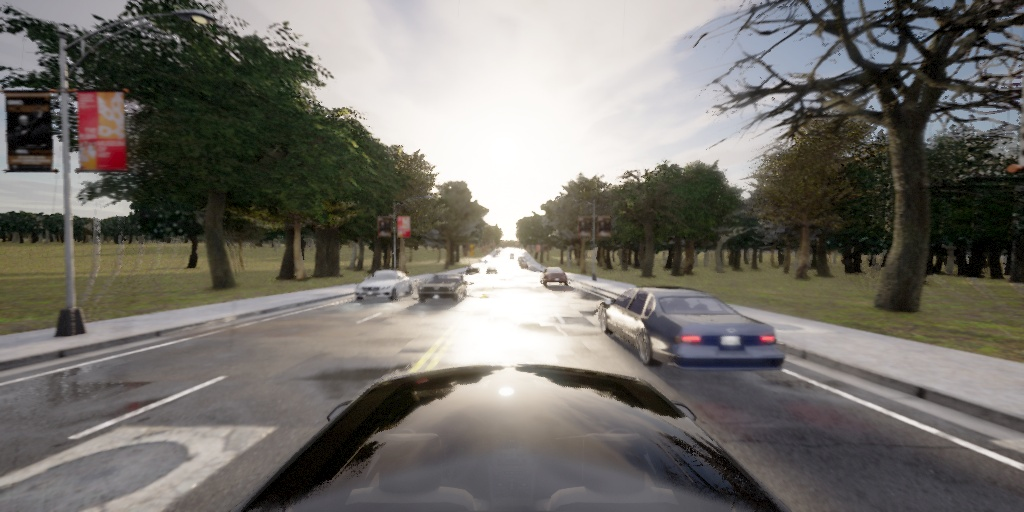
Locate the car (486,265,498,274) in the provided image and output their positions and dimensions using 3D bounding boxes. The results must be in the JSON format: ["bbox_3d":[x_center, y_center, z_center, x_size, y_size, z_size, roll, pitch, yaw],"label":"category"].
[{"bbox_3d":[-3.271,2.238,59.454,2.033,1.411,5.357,0,-1,1],"label":"car"}]

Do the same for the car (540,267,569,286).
[{"bbox_3d":[3.356,1.621,28.965,1.812,1.442,4.674,0,-1,0],"label":"car"}]

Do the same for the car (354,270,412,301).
[{"bbox_3d":[-6.595,1.477,18.992,1.812,1.442,4.674,0,-1,0],"label":"car"}]

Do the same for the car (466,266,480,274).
[{"bbox_3d":[-6.519,2.307,60.247,1.895,1.301,4.718,0,-1,1],"label":"car"}]

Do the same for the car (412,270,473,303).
[{"bbox_3d":[-3.346,1.541,18.119,1.895,1.301,4.718,0,-1,0],"label":"car"}]

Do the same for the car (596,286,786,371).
[{"bbox_3d":[3.350,1.368,8.007,2.033,1.411,5.357,0,-1,0],"label":"car"}]
